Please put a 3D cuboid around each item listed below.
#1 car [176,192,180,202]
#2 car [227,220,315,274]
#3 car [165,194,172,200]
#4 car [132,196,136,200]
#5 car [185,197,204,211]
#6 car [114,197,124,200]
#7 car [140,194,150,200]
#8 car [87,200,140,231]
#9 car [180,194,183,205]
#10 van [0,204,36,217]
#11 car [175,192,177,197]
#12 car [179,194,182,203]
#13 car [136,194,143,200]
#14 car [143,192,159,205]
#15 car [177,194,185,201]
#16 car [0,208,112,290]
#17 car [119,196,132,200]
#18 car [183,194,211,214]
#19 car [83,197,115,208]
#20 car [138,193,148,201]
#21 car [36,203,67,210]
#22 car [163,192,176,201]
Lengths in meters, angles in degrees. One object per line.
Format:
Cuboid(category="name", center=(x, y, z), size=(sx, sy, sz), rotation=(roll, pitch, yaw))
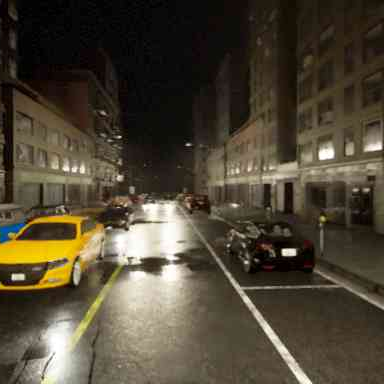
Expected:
Cuboid(category="car", center=(-1.324, 1.145, 59.550), size=(1.967, 1.590, 4.097), rotation=(-1, 0, -4))
Cuboid(category="car", center=(2.226, 1.502, 10.208), size=(1.947, 1.339, 4.313), rotation=(0, 0, -4))
Cuboid(category="car", center=(-5.643, 1.144, 79.899), size=(1.837, 1.490, 4.892), rotation=(0, 0, -4))
Cuboid(category="car", center=(-8.631, 1.298, 42.322), size=(1.752, 1.417, 4.829), rotation=(-1, 0, -4))
Cuboid(category="car", center=(0.241, 1.316, 37.790), size=(1.752, 1.417, 4.829), rotation=(-1, 0, -4))
Cuboid(category="car", center=(-7.854, 1.403, 31.526), size=(1.802, 1.307, 4.206), rotation=(-1, 0, -4))
Cuboid(category="car", center=(-11.403, 1.209, 80.870), size=(1.947, 1.339, 4.313), rotation=(-1, 0, -4))
Cuboid(category="car", center=(-4.412, 1.429, 19.669), size=(2.033, 1.411, 5.357), rotation=(0, 0, -4))
Cuboid(category="car", center=(-0.140, 1.318, 43.103), size=(2.008, 1.369, 4.403), rotation=(-1, 0, -4))
Cuboid(category="van", center=(-6.279, 1.282, 9.595), size=(1.690, 1.788, 3.998), rotation=(0, 0, -4))
Cuboid(category="car", center=(-1.719, 1.126, 65.033), size=(1.967, 1.590, 4.097), rotation=(-1, 0, -4))
Cuboid(category="car", center=(-0.535, 1.290, 48.586), size=(1.887, 1.381, 4.507), rotation=(-1, 0, -4))
Cuboid(category="car", center=(-9.432, 1.274, 53.457), size=(1.887, 1.381, 4.507), rotation=(-1, 0, -4))
Cuboid(category="car", center=(-6.779, 1.228, 53.859), size=(2.128, 1.511, 4.902), rotation=(0, 0, -4))
Cuboid(category="car", center=(-2.519, 1.178, 76.169), size=(1.752, 1.417, 4.829), rotation=(-1, 0, -4))
Cuboid(category="car", center=(-3.663, 1.421, 9.150), size=(1.882, 1.535, 5.008), rotation=(0, 0, -4))
Cuboid(category="car", center=(-8.250, 1.236, 37.009), size=(1.967, 1.590, 4.097), rotation=(-1, 0, -4))
Cuboid(category="car", center=(0.647, 1.132, 32.137), size=(2.192, 1.841, 5.009), rotation=(-1, 0, -4))
Cuboid(category="car", center=(-7.448, 1.374, 25.874), size=(1.752, 1.417, 4.829), rotation=(-1, 0, -4))
Cuboid(category="car", center=(-11.010, 1.098, 75.387), size=(1.967, 1.590, 4.097), rotation=(-1, 0, -4))
Cuboid(category="car", center=(-6.673, 1.348, 15.078), size=(1.967, 1.590, 4.097), rotation=(0, 0, -4))
Cuboid(category="car", center=(-4.909, 1.028, 69.684), size=(2.097, 1.767, 4.553), rotation=(0, 0, -4))
